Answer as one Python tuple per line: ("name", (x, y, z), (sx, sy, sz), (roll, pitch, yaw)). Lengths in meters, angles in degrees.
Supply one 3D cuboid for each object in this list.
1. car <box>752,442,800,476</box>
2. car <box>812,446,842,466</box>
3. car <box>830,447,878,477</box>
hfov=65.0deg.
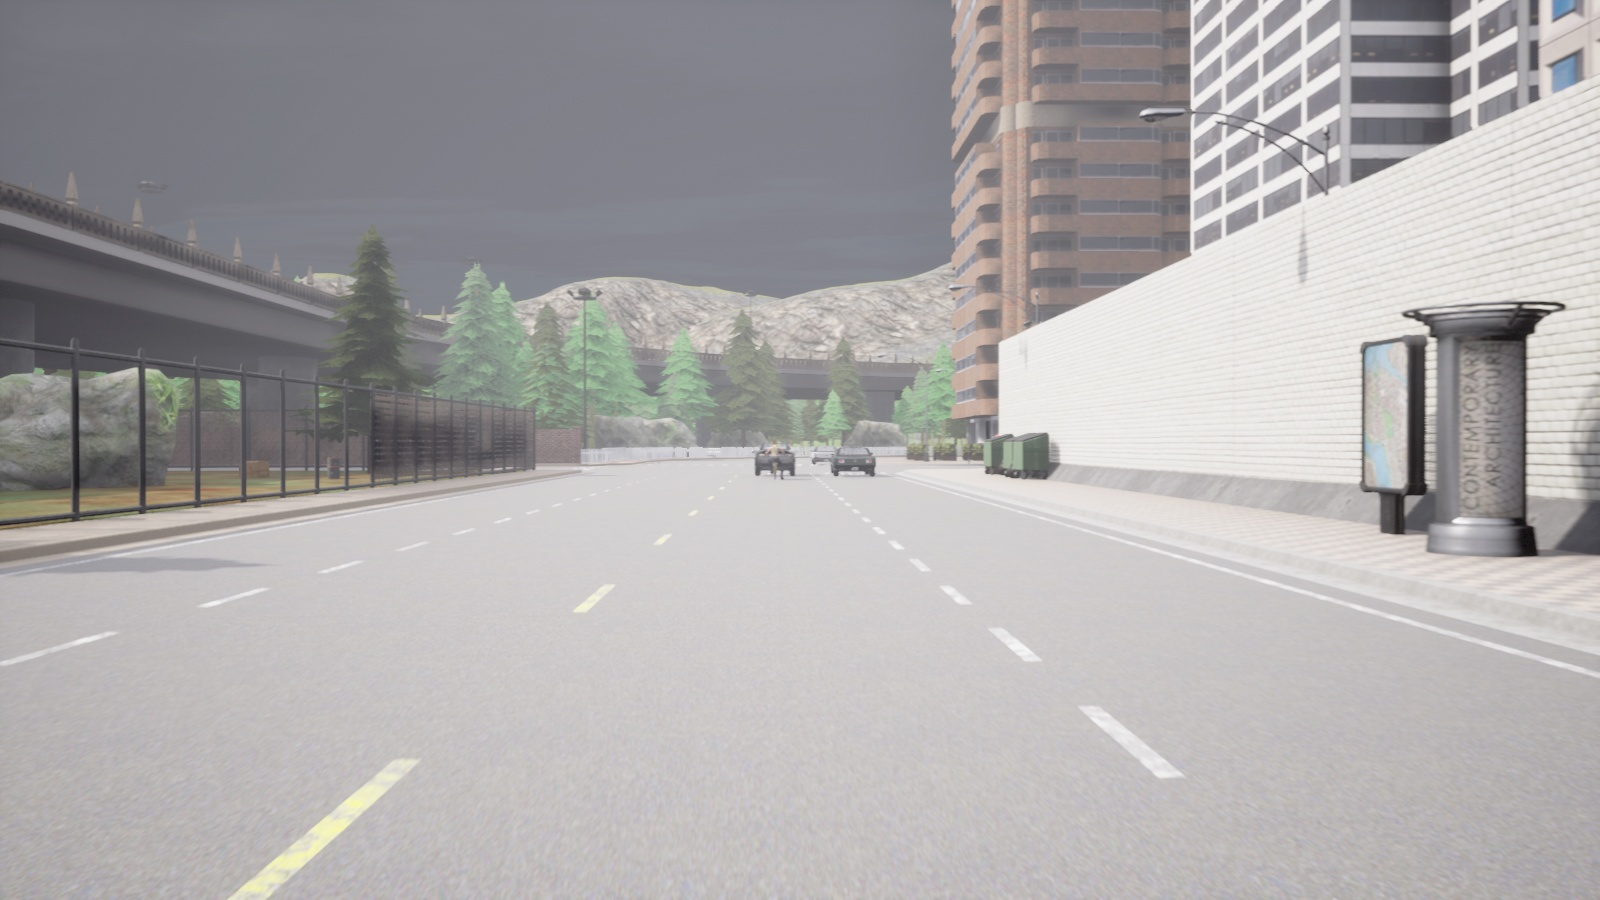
("car", (-1.096, 0.377, 57.576), (2.128, 1.511, 4.902), (0, 0, -1))
("car", (1.830, 0.370, 87.254), (1.895, 1.301, 4.718), (0, 1, -1))
("car", (2.414, 0.526, 57.078), (1.895, 1.301, 4.718), (0, 0, -1))
